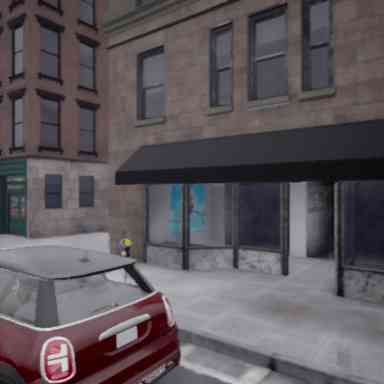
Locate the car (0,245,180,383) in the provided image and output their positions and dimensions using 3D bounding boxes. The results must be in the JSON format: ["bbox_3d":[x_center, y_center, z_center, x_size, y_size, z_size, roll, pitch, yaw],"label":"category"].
[{"bbox_3d":[-2.216,1.444,4.392,4.097,1.590,1.967,0,0,36],"label":"car"}]
